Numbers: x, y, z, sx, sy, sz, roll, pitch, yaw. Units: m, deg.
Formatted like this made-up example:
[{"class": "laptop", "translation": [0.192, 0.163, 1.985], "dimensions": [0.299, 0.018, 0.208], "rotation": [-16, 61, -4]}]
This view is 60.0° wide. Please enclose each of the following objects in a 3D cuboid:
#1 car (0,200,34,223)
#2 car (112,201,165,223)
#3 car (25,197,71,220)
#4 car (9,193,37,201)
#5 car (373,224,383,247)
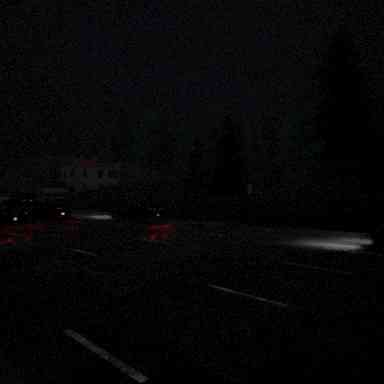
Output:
[{"class": "car", "translation": [-13.602, 1.531, 24.261], "dimensions": [4.718, 1.301, 1.895], "rotation": [0, 0, 45]}, {"class": "car", "translation": [-4.078, 1.401, 24.709], "dimensions": [4.902, 1.511, 2.128], "rotation": [0, 0, 45]}, {"class": "car", "translation": [-11.627, 1.419, 27.227], "dimensions": [4.892, 1.490, 1.837], "rotation": [0, 0, 45]}, {"class": "car", "translation": [-21.024, 1.099, 41.360], "dimensions": [5.566, 2.045, 2.150], "rotation": [0, 0, 44]}, {"class": "car", "translation": [9.045, 1.460, 11.801], "dimensions": [4.674, 1.442, 1.812], "rotation": [0, 0, 45]}]
